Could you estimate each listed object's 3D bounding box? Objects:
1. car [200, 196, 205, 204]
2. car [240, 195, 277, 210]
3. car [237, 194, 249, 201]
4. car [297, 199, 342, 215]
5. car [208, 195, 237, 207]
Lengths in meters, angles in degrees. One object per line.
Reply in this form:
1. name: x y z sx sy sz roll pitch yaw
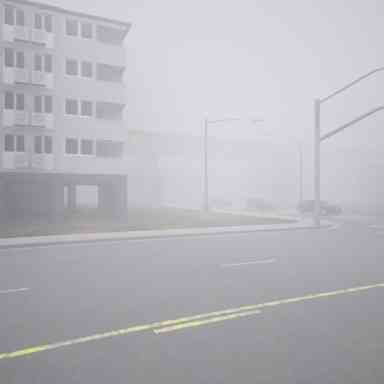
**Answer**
1. car: 2.534 1.496 61.434 1.837 1.490 4.892 0 0 3
2. car: 8.660 1.484 42.017 2.128 1.511 4.902 0 0 -25
3. car: 11.176 1.527 75.348 2.033 1.411 5.357 0 0 41
4. car: 12.713 1.497 33.453 1.837 1.490 4.892 0 0 -25
5. car: 4.509 1.497 51.301 1.837 1.490 4.892 0 0 -21
